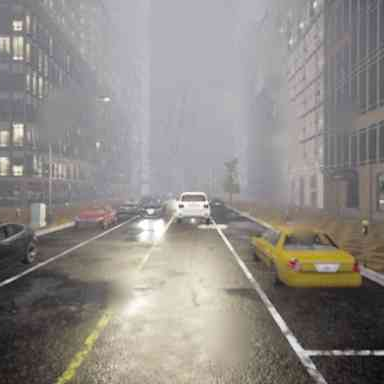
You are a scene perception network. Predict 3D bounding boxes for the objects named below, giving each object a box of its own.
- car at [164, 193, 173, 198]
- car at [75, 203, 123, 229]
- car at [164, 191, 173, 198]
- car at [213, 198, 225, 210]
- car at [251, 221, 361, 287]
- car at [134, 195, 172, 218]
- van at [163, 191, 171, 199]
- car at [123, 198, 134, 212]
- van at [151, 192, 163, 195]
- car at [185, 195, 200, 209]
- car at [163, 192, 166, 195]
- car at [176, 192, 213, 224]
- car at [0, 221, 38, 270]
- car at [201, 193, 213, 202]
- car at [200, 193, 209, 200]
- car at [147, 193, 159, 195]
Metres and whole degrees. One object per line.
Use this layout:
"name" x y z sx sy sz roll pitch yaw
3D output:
"car" -5.729 0.882 82.773 1.947 1.339 4.313 0 0 0
"car" -5.698 1.423 20.159 1.802 1.307 4.206 0 0 0
"car" -5.723 0.855 71.387 1.967 1.590 4.097 0 0 0
"car" 2.674 1.268 37.228 1.947 1.339 4.313 0 0 0
"car" 2.689 1.455 8.937 1.752 1.417 4.829 0 0 0
"car" -3.106 1.274 27.417 2.128 1.511 4.902 0 0 0
"van" -5.725 0.706 77.079 1.690 1.788 3.998 0 0 0
"car" -5.704 1.300 31.544 2.008 1.369 4.403 0 0 0
"van" -5.711 0.949 48.619 1.690 1.788 3.998 0 0 0
"car" 0.076 1.193 41.401 1.812 1.442 4.674 0 1 0
"car" -5.715 1.142 54.313 1.802 1.307 4.206 0 0 0
"car" 0.092 1.037 23.356 2.150 2.045 5.566 0 0 0
"car" -5.692 1.497 8.777 1.947 1.339 4.313 0 0 0
"car" 2.664 0.952 59.993 1.967 1.590 4.097 0 0 0
"car" 2.657 0.996 71.378 1.802 1.307 4.206 0 0 0
"car" -5.709 1.200 42.928 1.887 1.381 4.507 0 0 0
